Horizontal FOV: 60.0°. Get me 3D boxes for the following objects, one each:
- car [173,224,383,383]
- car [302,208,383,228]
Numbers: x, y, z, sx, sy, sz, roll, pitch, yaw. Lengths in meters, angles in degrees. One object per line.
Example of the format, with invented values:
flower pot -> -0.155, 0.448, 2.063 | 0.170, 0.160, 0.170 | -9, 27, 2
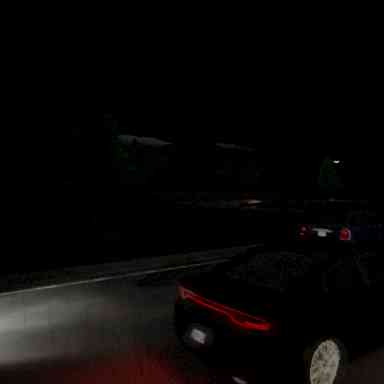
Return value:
car -> 2.082, 1.510, 5.240 | 5.008, 1.535, 1.882 | 1, 0, -36
car -> 6.085, 1.438, 12.414 | 4.553, 1.767, 2.097 | 0, 0, -36
